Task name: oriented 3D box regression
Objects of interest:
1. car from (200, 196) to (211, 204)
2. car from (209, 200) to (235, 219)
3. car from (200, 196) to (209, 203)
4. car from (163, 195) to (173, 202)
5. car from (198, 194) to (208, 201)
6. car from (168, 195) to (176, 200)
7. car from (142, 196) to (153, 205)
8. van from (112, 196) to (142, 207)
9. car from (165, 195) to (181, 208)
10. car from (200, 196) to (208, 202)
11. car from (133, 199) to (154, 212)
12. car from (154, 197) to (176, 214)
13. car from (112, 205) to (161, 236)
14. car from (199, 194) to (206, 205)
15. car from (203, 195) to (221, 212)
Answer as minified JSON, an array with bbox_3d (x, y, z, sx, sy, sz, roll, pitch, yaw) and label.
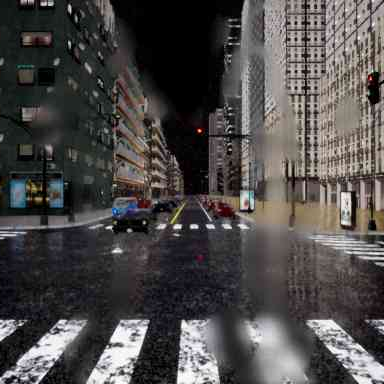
[{"bbox_3d":[2.728,1.592,67.142,2.008,1.369,4.403,0,0,0],"label":"car"},{"bbox_3d":[2.711,1.592,28.448,1.802,1.307,4.206,0,0,0],"label":"car"},{"bbox_3d":[2.731,1.592,72.670,1.887,1.381,4.507,0,0,0],"label":"car"},{"bbox_3d":[-5.647,1.494,78.202,1.967,1.590,4.097,0,0,0],"label":"car"},{"bbox_3d":[2.737,1.376,83.725,2.192,1.841,5.009,0,0,0],"label":"car"},{"bbox_3d":[-5.640,1.643,94.785,1.947,1.339,4.313,0,0,0],"label":"car"},{"bbox_3d":[-5.666,1.329,33.981,2.192,1.841,5.009,0,0,0],"label":"car"},{"bbox_3d":[-5.669,1.352,28.454,1.690,1.788,3.998,0,0,0],"label":"van"},{"bbox_3d":[-3.067,1.584,47.197,1.994,1.385,4.181,0,0,0],"label":"car"},{"bbox_3d":[2.733,1.636,78.197,1.802,1.307,4.206,0,0,0],"label":"car"},{"bbox_3d":[-5.665,1.561,39.509,1.887,1.381,4.507,0,0,0],"label":"car"},{"bbox_3d":[-3.082,1.579,35.632,1.994,1.385,4.181,0,0,0],"label":"car"},{"bbox_3d":[-3.091,1.606,18.696,1.895,1.301,4.718,0,0,0],"label":"car"},{"bbox_3d":[2.724,1.469,56.087,1.967,1.590,4.097,0,0,0],"label":"car"},{"bbox_3d":[2.717,1.457,39.504,1.967,1.590,4.097,0,0,0],"label":"car"}]
